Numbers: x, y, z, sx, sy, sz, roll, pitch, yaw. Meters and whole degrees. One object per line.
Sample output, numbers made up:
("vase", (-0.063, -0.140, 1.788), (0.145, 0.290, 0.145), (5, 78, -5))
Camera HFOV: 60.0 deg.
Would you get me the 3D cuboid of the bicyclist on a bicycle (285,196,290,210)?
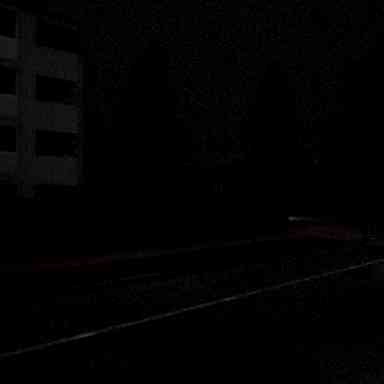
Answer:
("bicyclist on a bicycle", (10.854, 1.260, 38.506), (1.656, 1.620, 0.582), (0, 0, -36))
